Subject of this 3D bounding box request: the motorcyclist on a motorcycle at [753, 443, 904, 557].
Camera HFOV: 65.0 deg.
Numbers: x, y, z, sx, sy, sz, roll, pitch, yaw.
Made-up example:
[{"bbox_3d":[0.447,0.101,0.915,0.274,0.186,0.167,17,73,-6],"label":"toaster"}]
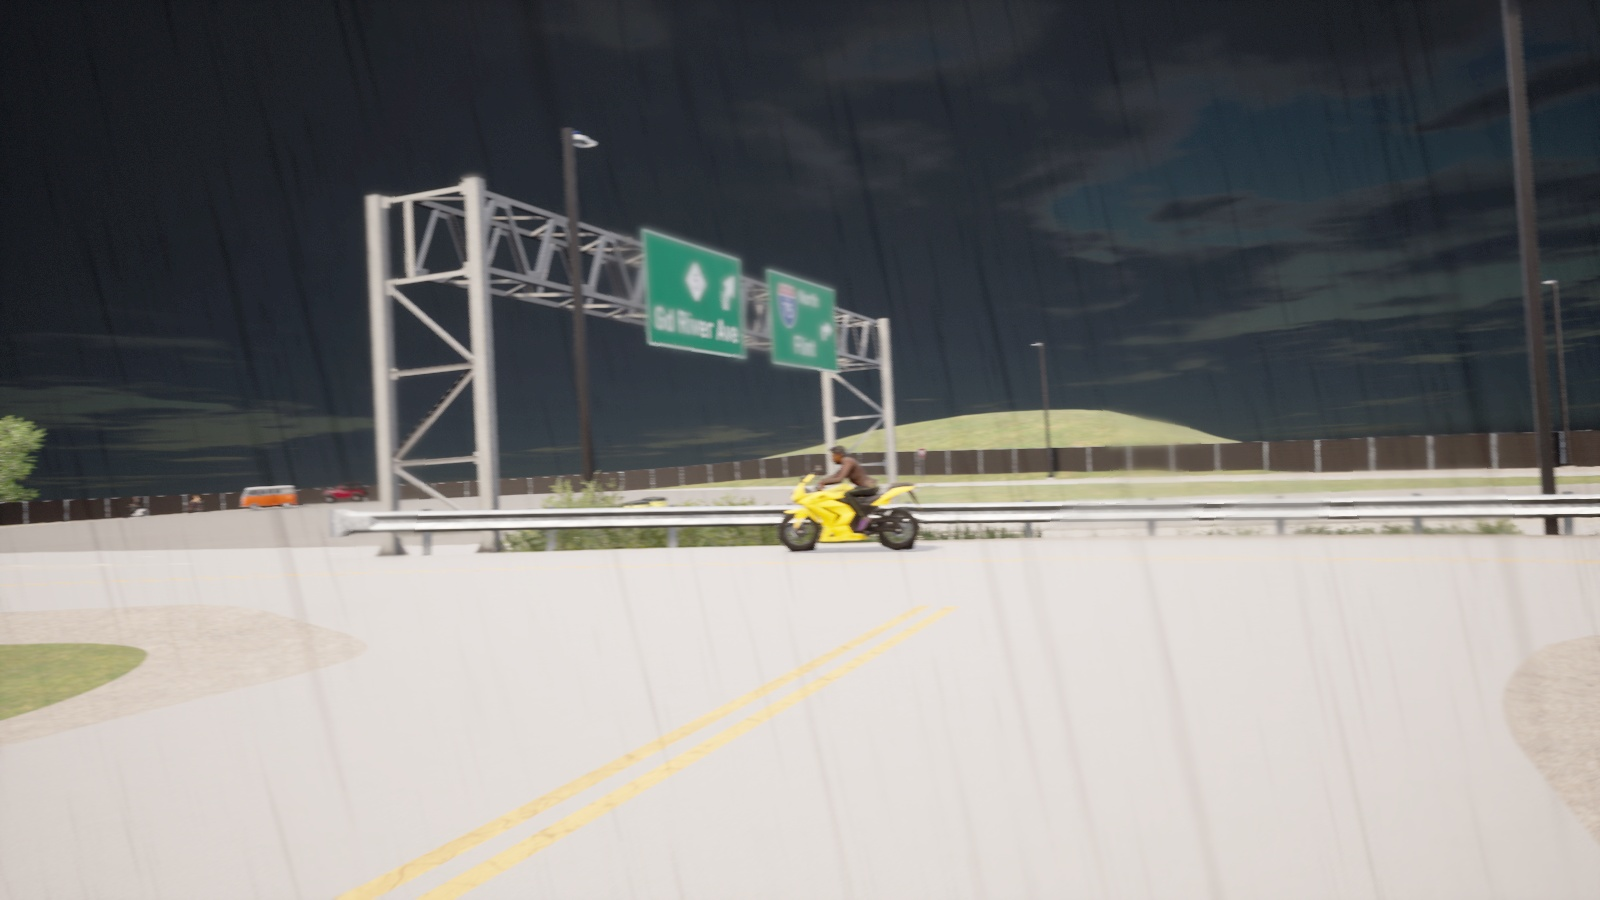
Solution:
[{"bbox_3d":[0.405,0.693,17.652,2.044,1.523,0.797,-1,0,3],"label":"motorcyclist on a motorcycle"}]
